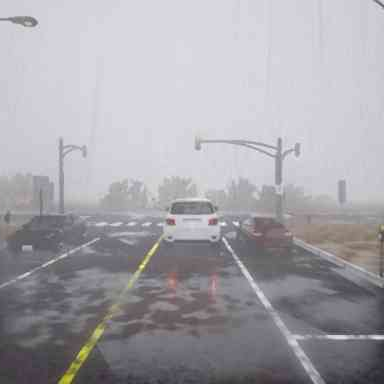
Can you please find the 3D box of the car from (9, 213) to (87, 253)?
[{"bbox_3d":[-5.698,1.558,13.671,1.947,1.339,4.313,-1,0,0],"label":"car"}]

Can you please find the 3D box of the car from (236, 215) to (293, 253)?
[{"bbox_3d":[2.812,1.574,13.358,1.802,1.307,4.206,-1,0,0],"label":"car"}]

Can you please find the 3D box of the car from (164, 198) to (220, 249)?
[{"bbox_3d":[0.000,1.250,14.681,2.150,2.045,5.566,0,0,0],"label":"car"}]
